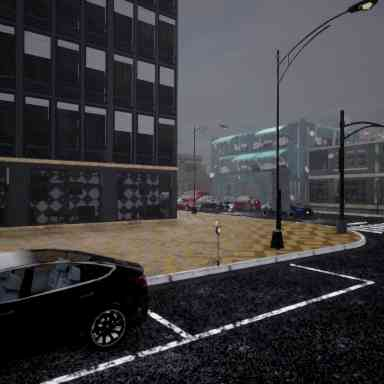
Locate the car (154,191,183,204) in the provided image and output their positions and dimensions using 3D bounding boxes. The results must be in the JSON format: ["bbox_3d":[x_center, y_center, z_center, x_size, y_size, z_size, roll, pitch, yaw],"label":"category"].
[{"bbox_3d":[-3.769,0.794,52.111,2.192,1.841,5.009,1,0,-36],"label":"car"}]

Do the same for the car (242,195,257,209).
[{"bbox_3d":[6.062,1.130,38.692,1.967,1.590,4.097,1,0,-36],"label":"car"}]

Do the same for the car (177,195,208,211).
[{"bbox_3d":[-0.699,1.231,33.738,1.802,1.307,4.206,1,0,-36],"label":"car"}]

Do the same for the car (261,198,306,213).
[{"bbox_3d":[9.339,1.340,34.217,1.802,1.307,4.206,1,0,-36],"label":"car"}]

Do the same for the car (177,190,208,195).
[{"bbox_3d":[0.080,0.816,42.458,2.150,2.045,5.566,0,1,-36],"label":"car"}]

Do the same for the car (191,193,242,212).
[{"bbox_3d":[2.353,1.173,33.945,2.128,1.511,4.902,0,1,-36],"label":"car"}]

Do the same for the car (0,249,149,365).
[{"bbox_3d":[-2.680,1.566,4.643,4.313,1.339,1.947,0,0,-35],"label":"car"}]

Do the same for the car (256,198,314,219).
[{"bbox_3d":[7.592,1.355,26.790,1.994,1.385,4.181,0,1,-36],"label":"car"}]
